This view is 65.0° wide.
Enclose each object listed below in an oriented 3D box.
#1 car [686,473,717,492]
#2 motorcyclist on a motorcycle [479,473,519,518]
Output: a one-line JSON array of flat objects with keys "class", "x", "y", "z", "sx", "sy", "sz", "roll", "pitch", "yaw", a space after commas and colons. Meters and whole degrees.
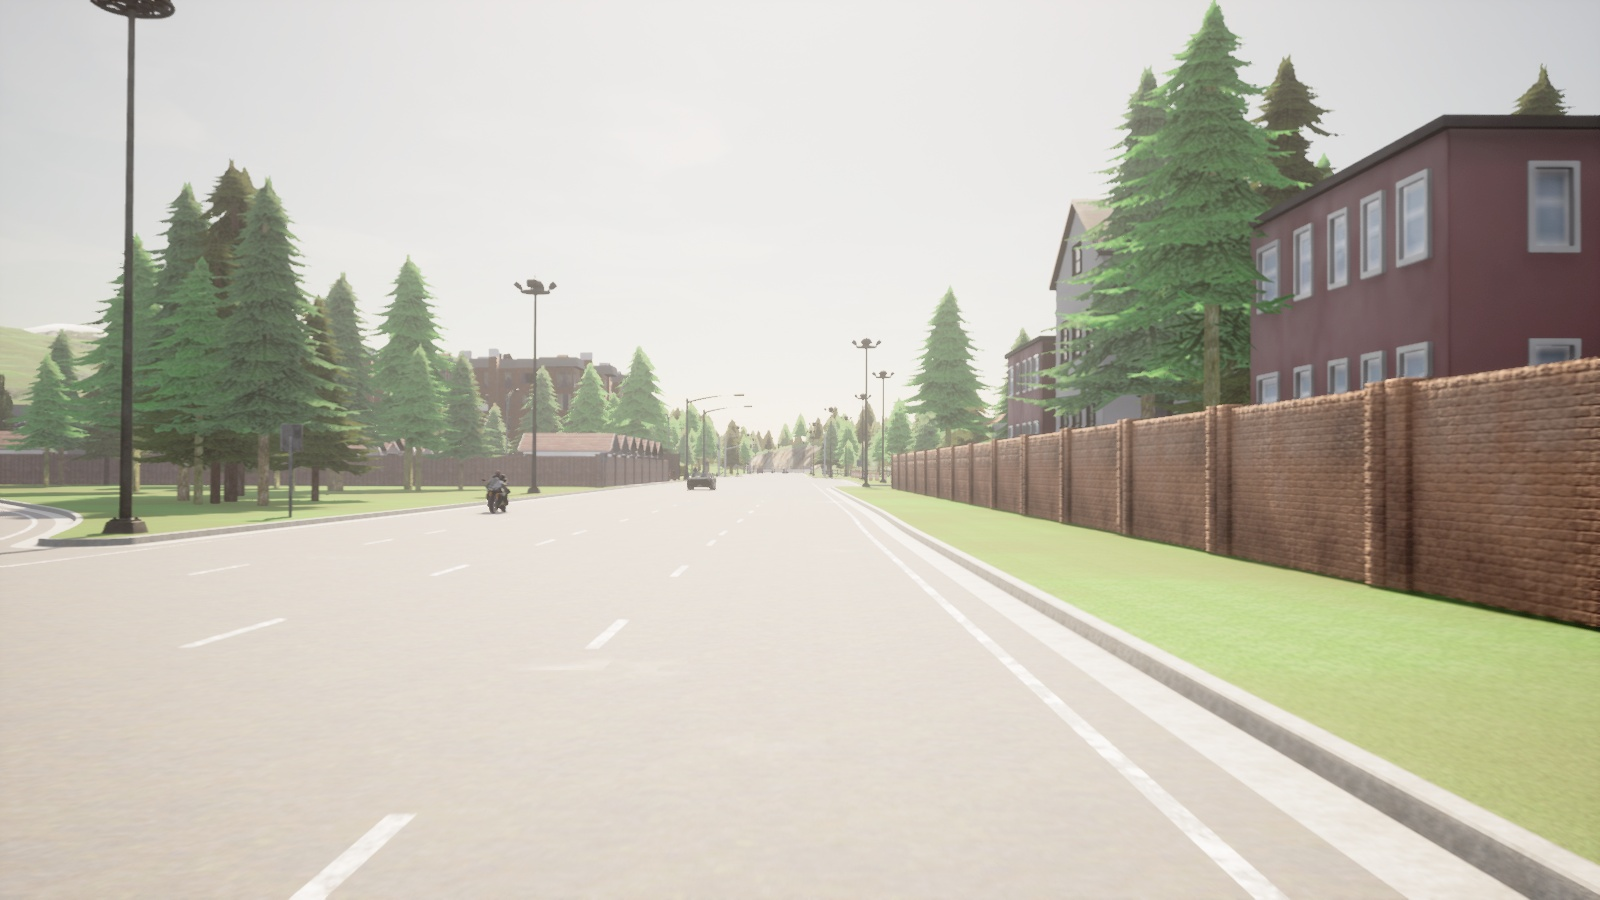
[{"class": "car", "x": -7.178, "y": 2.356, "z": 91.822, "sx": 1.895, "sy": 1.301, "sz": 4.718, "roll": 0, "pitch": -1, "yaw": 0}, {"class": "motorcyclist on a motorcycle", "x": -10.488, "y": 1.564, "z": 43.774, "sx": 0.866, "sy": 1.530, "sz": 2.191, "roll": 0, "pitch": -1, "yaw": 0}]
